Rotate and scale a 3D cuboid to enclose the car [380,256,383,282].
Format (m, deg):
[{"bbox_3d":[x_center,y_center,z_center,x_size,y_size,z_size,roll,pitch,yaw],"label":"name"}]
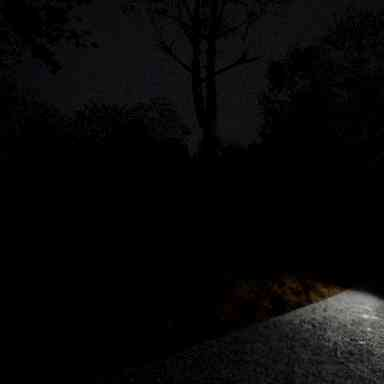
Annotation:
[{"bbox_3d":[6.235,1.378,7.827,4.674,1.442,1.812,-1,2,-38],"label":"car"}]
